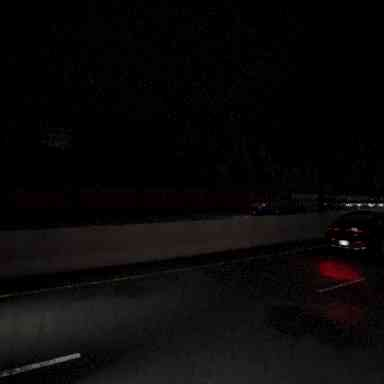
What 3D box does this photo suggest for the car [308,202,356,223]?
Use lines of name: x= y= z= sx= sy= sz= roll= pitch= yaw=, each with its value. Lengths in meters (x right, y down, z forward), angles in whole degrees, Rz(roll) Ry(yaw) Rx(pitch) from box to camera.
car: x=10.943 y=1.517 z=25.873 sx=1.994 sy=1.385 sz=4.181 roll=0 pitch=0 yaw=45

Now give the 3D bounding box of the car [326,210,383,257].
car: x=7.113 y=1.480 z=12.864 sx=4.892 sy=1.490 sz=1.837 roll=0 pitch=0 yaw=-38

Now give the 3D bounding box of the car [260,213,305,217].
car: x=7.480 y=1.433 z=27.345 sx=5.008 sy=1.535 sz=1.882 roll=0 pitch=0 yaw=-44
